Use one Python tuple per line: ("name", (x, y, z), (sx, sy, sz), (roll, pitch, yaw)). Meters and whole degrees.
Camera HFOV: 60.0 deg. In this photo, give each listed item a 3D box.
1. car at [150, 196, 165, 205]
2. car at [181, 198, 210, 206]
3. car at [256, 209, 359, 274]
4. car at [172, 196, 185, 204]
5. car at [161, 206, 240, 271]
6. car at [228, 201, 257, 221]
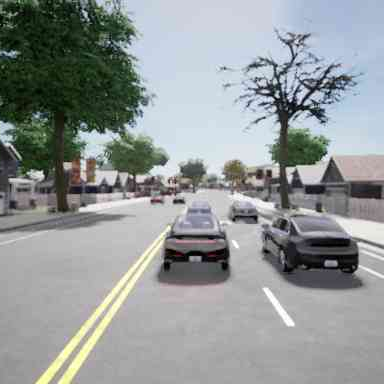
("car", (-5.264, 1.240, 51.013), (1.895, 1.301, 4.718), (0, 0, 2))
("car", (0.565, 1.381, 25.289), (2.033, 1.411, 5.357), (0, 0, 2))
("car", (3.402, 1.441, 10.355), (1.837, 1.490, 4.892), (0, 0, 2))
("car", (-1.977, 1.234, 51.942), (1.895, 1.301, 4.718), (0, 0, 2))
("car", (0.161, 1.425, 10.672), (2.128, 1.511, 4.902), (0, 0, 2))
("car", (3.814, 1.383, 25.186), (2.033, 1.411, 5.357), (0, 0, 2))
